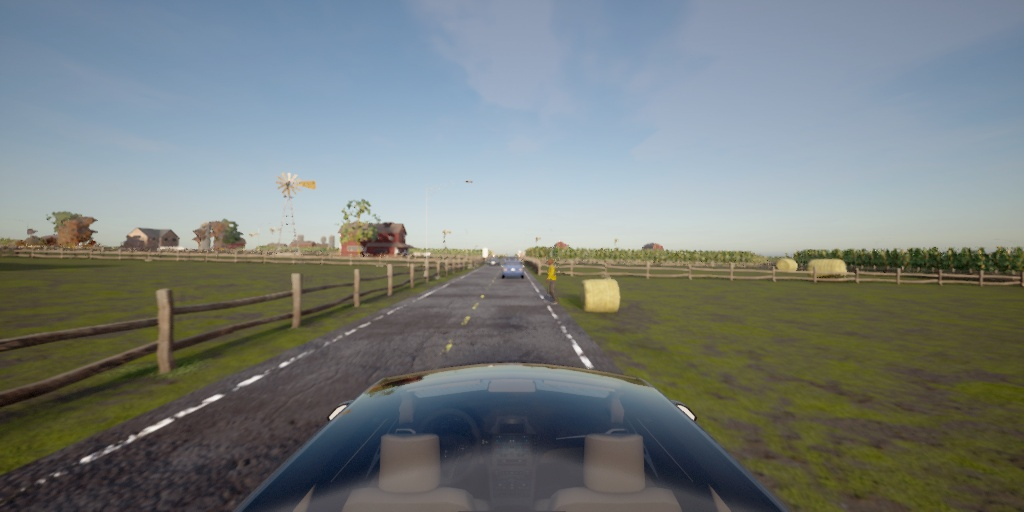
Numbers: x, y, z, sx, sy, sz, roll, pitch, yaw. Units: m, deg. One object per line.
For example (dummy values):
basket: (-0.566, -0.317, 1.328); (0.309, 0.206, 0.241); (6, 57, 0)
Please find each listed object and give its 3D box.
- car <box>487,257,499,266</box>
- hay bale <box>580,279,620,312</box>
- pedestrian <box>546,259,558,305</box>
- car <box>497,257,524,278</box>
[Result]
car: (-2.819, 0.843, 56.038); (2.128, 1.511, 4.902); (0, 0, 0)
hay bale: (3.123, 1.321, 12.823); (1.220, 1.180, 1.240); (0, 0, 0)
pedestrian: (1.556, 0.950, 13.884); (0.375, 1.860, 0.375); (1, 0, -2)
car: (0.071, 1.082, 30.203); (2.033, 1.411, 5.357); (0, 0, 0)
